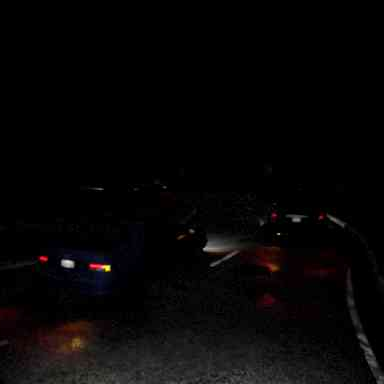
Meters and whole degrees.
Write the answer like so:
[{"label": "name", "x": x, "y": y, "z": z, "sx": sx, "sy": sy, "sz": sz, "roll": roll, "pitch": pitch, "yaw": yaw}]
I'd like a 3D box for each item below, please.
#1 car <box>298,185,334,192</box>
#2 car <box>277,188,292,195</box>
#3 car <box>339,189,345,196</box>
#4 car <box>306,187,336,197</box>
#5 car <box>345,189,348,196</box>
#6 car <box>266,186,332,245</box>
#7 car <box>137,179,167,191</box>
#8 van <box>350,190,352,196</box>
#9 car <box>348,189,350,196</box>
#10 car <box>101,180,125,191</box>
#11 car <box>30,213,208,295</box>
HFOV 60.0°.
[{"label": "car", "x": 21.508, "y": -0.135, "z": 57.936, "sx": 4.892, "sy": 1.521, "sz": 2.231, "roll": 2, "pitch": 0, "yaw": 31}, {"label": "car", "x": 20.415, "y": -0.134, "z": 73.247, "sx": 1.994, "sy": 1.385, "sz": 4.181, "roll": 2, "pitch": 0, "yaw": 31}, {"label": "car", "x": 29.950, "y": 0.068, "z": 72.138, "sx": 4.553, "sy": 1.767, "sz": 2.185, "roll": 2, "pitch": 0, "yaw": 31}, {"label": "car", "x": 24.338, "y": -0.014, "z": 62.660, "sx": 4.892, "sy": 1.521, "sz": 2.231, "roll": 2, "pitch": 0, "yaw": 31}, {"label": "car", "x": 32.797, "y": 0.315, "z": 76.858, "sx": 4.674, "sy": 1.452, "sz": 2.002, "roll": 2, "pitch": 0, "yaw": 31}, {"label": "car", "x": 4.281, "y": 0.857, "z": 13.403, "sx": 2.097, "sy": 1.767, "sz": 4.553, "roll": 1, "pitch": 4, "yaw": 19}, {"label": "car", "x": -5.248, "y": -0.950, "z": 43.744, "sx": 4.674, "sy": 1.442, "sz": 1.812, "roll": 4, "pitch": 5, "yaw": 40}, {"label": "van", "x": 37.138, "y": 0.151, "z": 83.893, "sx": 4.442, "sy": 1.987, "sz": 1.878, "roll": 2, "pitch": 1, "yaw": 31}, {"label": "car", "x": 34.182, "y": 0.341, "z": 79.243, "sx": 4.792, "sy": 1.488, "sz": 2.163, "roll": 2, "pitch": 1, "yaw": 31}, {"label": "car", "x": -9.735, "y": -0.900, "z": 42.989, "sx": 4.181, "sy": 1.385, "sz": 1.994, "roll": 3, "pitch": 5, "yaw": 33}, {"label": "car", "x": -1.263, "y": 1.245, "z": 8.212, "sx": 2.033, "sy": 1.411, "sz": 5.357, "roll": 2, "pitch": 2, "yaw": 22}]
